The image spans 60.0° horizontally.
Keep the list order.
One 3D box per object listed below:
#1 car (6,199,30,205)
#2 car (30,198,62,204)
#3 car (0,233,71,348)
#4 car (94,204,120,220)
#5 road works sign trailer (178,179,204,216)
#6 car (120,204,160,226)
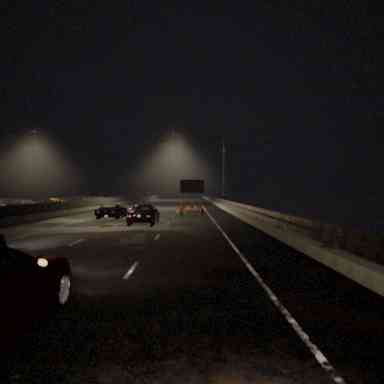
[{"bbox_3d":[-21.098,1.619,41.150,2.033,1.411,5.357,0,0,0],"label":"car"},{"bbox_3d":[-17.597,1.549,41.165,1.882,1.535,5.008,0,0,0],"label":"car"},{"bbox_3d":[-3.401,1.488,4.841,1.882,1.535,5.008,0,0,0],"label":"car"},{"bbox_3d":[-6.908,1.654,28.941,1.895,1.301,4.718,0,0,0],"label":"car"},{"bbox_3d":[-0.009,0.523,32.754,2.380,3.560,2.880,0,0,0],"label":"road works sign trailer"},{"bbox_3d":[-3.405,1.592,23.772,2.033,1.411,5.357,0,0,0],"label":"car"}]
